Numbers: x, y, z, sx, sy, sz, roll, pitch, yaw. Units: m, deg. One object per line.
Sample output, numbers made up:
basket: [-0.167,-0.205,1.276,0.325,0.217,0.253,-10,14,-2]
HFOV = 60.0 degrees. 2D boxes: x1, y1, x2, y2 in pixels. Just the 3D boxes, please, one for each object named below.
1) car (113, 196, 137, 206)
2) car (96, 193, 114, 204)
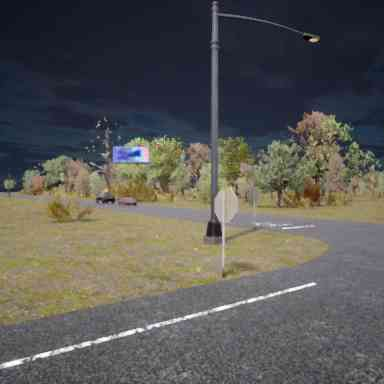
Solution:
car: [-10.373,1.469,52.823,1.994,1.385,4.181,0,0,-33]
car: [-15.935,1.108,61.150,2.150,2.045,5.566,0,0,-34]
